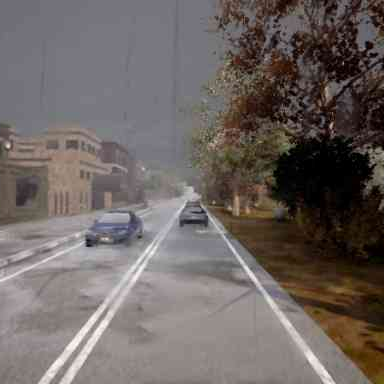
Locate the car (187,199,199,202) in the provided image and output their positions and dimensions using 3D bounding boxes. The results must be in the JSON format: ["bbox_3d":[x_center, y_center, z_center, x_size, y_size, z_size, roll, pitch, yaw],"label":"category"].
[{"bbox_3d":[0.147,1.629,41.805,2.128,1.511,4.902,0,0,0],"label":"car"}]

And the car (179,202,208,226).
[{"bbox_3d":[0.119,1.642,23.888,1.994,1.385,4.181,0,0,0],"label":"car"}]

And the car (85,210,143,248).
[{"bbox_3d":[-3.342,1.571,15.072,1.812,1.442,4.674,0,0,0],"label":"car"}]
